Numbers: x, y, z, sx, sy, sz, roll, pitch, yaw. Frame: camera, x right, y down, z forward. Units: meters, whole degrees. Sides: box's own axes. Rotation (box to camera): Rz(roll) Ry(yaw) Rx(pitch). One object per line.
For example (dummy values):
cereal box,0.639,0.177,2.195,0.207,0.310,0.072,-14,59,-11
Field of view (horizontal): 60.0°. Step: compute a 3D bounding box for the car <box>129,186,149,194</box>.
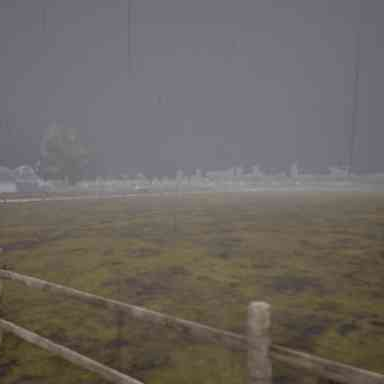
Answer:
car,-10.753,-0.456,67.535,1.812,1.442,4.674,0,1,35
